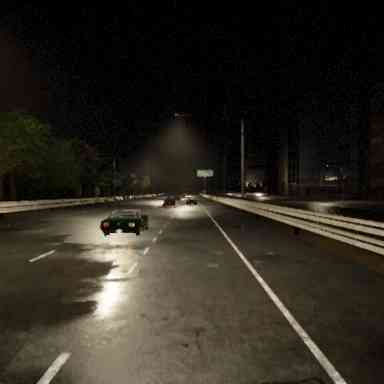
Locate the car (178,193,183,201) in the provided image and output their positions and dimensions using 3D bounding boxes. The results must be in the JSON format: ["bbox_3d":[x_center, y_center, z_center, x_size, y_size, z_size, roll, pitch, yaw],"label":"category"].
[{"bbox_3d":[-3.830,1.582,84.685,1.882,1.535,5.008,0,0,0],"label":"car"}]

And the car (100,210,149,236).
[{"bbox_3d":[-3.511,1.610,18.276,1.895,1.301,4.718,0,0,0],"label":"car"}]

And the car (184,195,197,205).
[{"bbox_3d":[-0.063,1.670,62.110,1.895,1.301,4.718,0,0,0],"label":"car"}]

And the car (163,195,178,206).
[{"bbox_3d":[-3.630,1.583,54.260,1.812,1.442,4.674,0,0,0],"label":"car"}]
